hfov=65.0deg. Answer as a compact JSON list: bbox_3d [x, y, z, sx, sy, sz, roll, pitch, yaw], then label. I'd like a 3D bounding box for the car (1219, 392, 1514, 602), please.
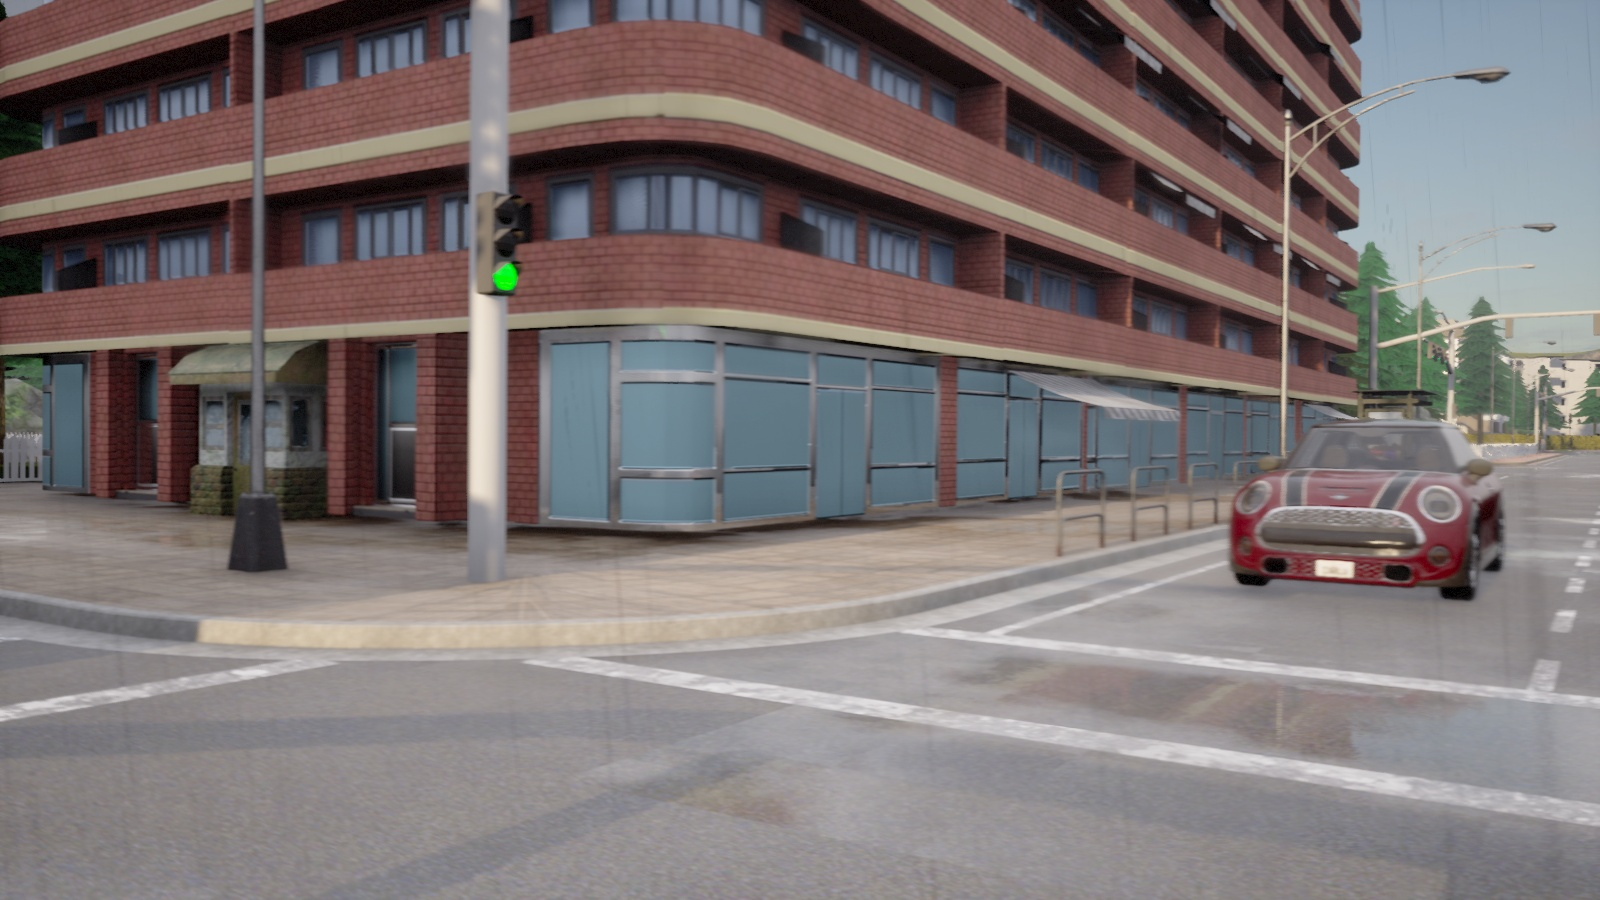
[{"bbox_3d":[6.030,0.357,13.026,2.097,1.767,4.553,0,1,33],"label":"car"}]
